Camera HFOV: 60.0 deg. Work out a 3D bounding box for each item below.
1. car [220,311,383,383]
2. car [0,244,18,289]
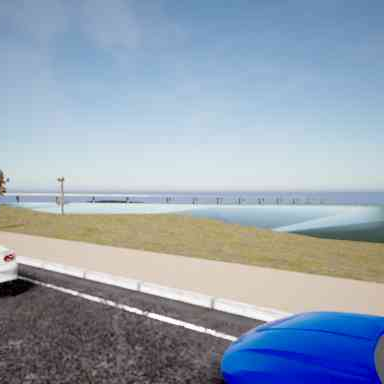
[{"bbox_3d":[2.489,1.475,1.906,5.008,1.535,1.882,0,0,36],"label":"car"},{"bbox_3d":[-5.962,1.554,7.953,4.674,1.442,1.812,0,0,35],"label":"car"}]
